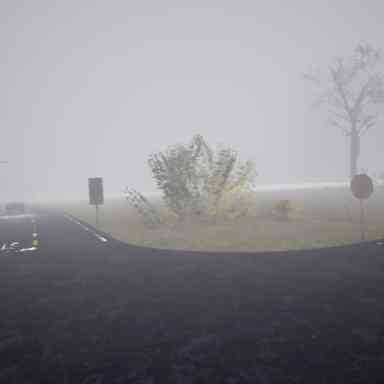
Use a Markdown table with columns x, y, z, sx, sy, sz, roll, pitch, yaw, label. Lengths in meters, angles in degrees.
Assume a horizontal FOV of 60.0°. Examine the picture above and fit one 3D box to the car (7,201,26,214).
| x | y | z | sx | sy | sz | roll | pitch | yaw | label |
| --- | --- | --- | --- | --- | --- | --- | --- | --- | --- |
| -20.621 | 1.787 | 39.034 | 1.895 | 1.301 | 4.718 | -3 | 1 | -28 | car |
